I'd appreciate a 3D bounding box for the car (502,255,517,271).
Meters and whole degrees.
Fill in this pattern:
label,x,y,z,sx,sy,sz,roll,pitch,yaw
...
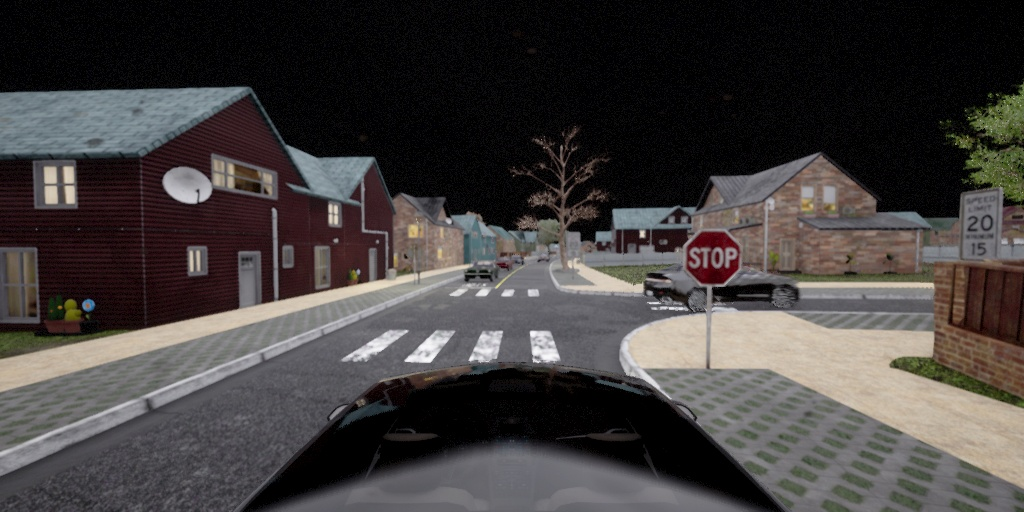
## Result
label,x,y,z,sx,sy,sz,roll,pitch,yaw
car,-0.968,0.769,35.597,1.895,1.301,4.718,0,1,6

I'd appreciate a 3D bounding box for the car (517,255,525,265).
label,x,y,z,sx,sy,sz,roll,pitch,yaw
car,0.614,0.510,48.594,1.994,1.385,4.181,0,1,8

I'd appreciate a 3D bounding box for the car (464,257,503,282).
label,x,y,z,sx,sy,sz,roll,pitch,yaw
car,-1.949,0.965,24.182,1.895,1.301,4.718,0,1,4

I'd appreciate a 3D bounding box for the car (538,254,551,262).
label,x,y,z,sx,sy,sz,roll,pitch,yaw
car,5.578,0.286,61.188,2.033,1.411,5.357,0,1,10

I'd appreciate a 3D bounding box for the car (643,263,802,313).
label,x,y,z,sx,sy,sz,roll,pitch,yaw
car,6.814,0.904,11.737,4.902,1.511,2.128,-1,1,-7
